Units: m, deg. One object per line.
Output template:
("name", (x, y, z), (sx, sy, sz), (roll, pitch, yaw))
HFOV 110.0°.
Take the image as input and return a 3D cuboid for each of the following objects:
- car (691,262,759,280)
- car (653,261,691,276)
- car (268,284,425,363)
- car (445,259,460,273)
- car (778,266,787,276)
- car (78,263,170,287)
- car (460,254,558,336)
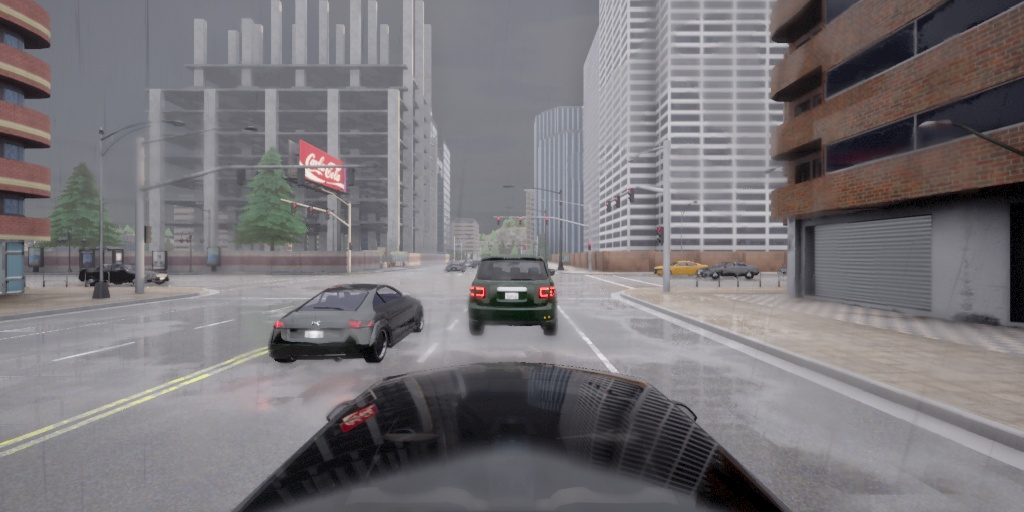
("car", (18.782, 1.241, 31.244), (4.902, 1.511, 2.128), (0, 0, 0))
("car", (16.305, 1.227, 34.746), (5.008, 1.535, 1.882), (0, 0, 0))
("car", (-3.375, 1.314, 8.156), (1.994, 1.385, 4.181), (0, 0, 0))
("car", (-6.596, 1.314, 41.873), (1.994, 1.385, 4.181), (0, 0, -4))
("car", (28.545, 1.242, 34.727), (4.902, 1.511, 2.128), (0, 0, 0))
("car", (-25.911, 1.241, 24.062), (4.902, 1.511, 2.128), (0, 0, 0))
("car", (0.102, 0.971, 10.543), (2.150, 2.045, 5.566), (0, 0, 2))
